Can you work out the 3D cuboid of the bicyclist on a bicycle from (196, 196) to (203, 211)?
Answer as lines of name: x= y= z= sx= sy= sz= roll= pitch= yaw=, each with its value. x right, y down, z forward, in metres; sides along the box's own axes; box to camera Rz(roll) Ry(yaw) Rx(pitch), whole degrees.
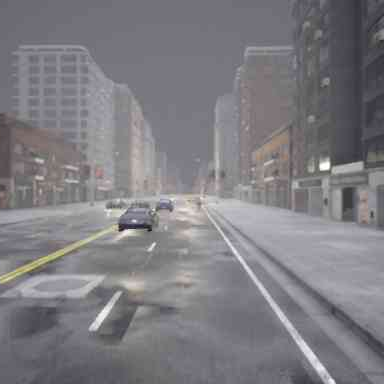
bicyclist on a bicycle: x=0.885 y=1.434 z=39.436 sx=0.866 sy=1.612 sz=1.509 roll=0 pitch=1 yaw=0

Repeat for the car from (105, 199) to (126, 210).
car: x=-9.821 y=1.562 z=43.221 sx=1.994 sy=1.385 sz=4.181 roll=0 pitch=0 yaw=0

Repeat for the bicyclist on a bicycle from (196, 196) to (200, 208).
bicyclist on a bicycle: x=0.892 y=1.451 z=47.731 sx=0.582 sy=1.620 sz=1.656 roll=0 pitch=0 yaw=0

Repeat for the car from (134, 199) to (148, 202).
car: x=-6.577 y=1.599 z=42.355 sx=1.895 sy=1.301 sz=4.718 roll=0 pitch=0 yaw=0

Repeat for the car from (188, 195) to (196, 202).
car: x=-0.003 y=1.479 z=75.096 sx=1.882 sy=1.535 sz=5.008 roll=0 pitch=0 yaw=0

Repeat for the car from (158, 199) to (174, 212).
car: x=-3.150 y=1.524 z=39.110 sx=1.812 sy=1.442 sz=4.674 roll=0 pitch=0 yaw=0

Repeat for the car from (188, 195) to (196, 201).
car: x=-0.002 y=1.495 z=88.716 sx=1.837 sy=1.490 sz=4.892 roll=0 pitch=0 yaw=0

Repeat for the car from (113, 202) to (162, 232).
car: x=-3.152 y=1.563 z=20.214 sx=1.994 sy=1.385 sz=4.181 roll=0 pitch=0 yaw=0
